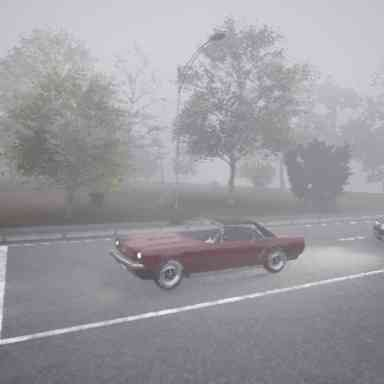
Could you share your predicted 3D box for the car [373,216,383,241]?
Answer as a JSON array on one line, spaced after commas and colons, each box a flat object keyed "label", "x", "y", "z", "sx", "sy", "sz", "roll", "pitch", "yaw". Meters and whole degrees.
[{"label": "car", "x": 9.284, "y": 1.226, "z": 13.294, "sx": 4.902, "sy": 1.511, "sz": 2.128, "roll": 0, "pitch": 2, "yaw": -30}]

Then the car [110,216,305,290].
[{"label": "car", "x": 0.478, "y": 1.308, "z": 8.245, "sx": 4.718, "sy": 1.301, "sz": 1.895, "roll": 0, "pitch": 2, "yaw": -29}]
